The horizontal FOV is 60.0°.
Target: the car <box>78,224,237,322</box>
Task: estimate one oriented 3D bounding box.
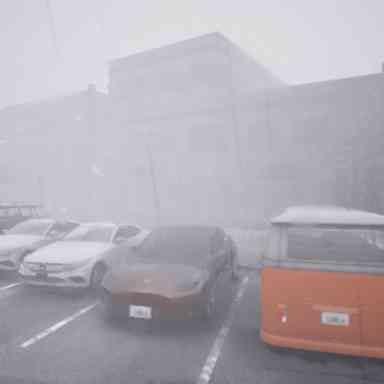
[{"bbox_3d":[-0.173,1.519,7.540,2.163,1.488,4.792,0,-1,15],"label":"car"}]

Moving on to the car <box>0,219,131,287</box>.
[{"bbox_3d":[-2.546,1.561,9.265,2.002,1.452,4.674,0,-1,15],"label":"car"}]

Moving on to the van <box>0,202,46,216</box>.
[{"bbox_3d":[-7.314,1.380,12.774,1.878,1.987,4.442,-1,-1,15],"label":"van"}]

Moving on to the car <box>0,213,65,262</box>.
[{"bbox_3d":[-4.944,1.600,10.964,2.002,1.452,4.674,0,-1,15],"label":"car"}]

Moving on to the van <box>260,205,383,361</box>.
[{"bbox_3d":[2.254,1.253,5.985,1.878,1.987,4.442,0,-1,15],"label":"van"}]
